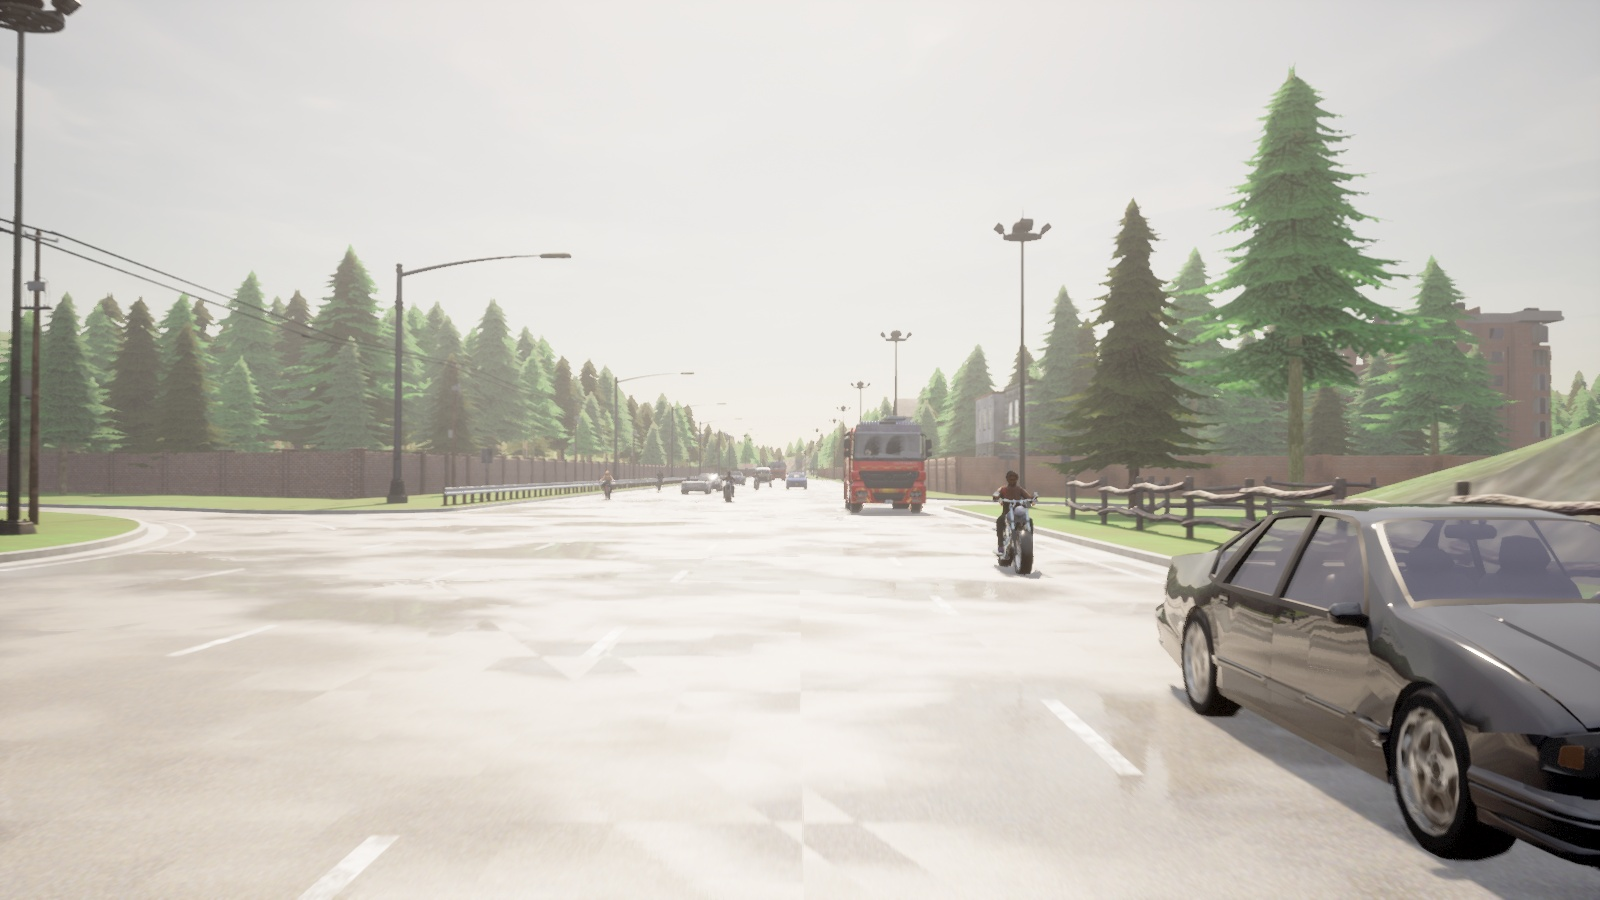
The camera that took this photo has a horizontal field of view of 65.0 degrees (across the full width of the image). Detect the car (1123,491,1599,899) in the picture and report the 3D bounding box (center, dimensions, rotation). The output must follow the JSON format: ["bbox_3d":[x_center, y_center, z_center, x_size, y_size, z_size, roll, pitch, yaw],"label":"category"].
[{"bbox_3d":[3.483,0.972,6.853,2.033,1.411,5.357,0,-1,0],"label":"car"}]

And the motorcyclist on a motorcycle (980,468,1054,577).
[{"bbox_3d":[3.450,1.113,20.184,0.766,1.649,2.350,0,-1,0],"label":"motorcyclist on a motorcycle"}]

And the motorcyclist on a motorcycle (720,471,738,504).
[{"bbox_3d":[-3.659,1.941,64.981,0.766,1.649,2.350,0,-1,0],"label":"motorcyclist on a motorcycle"}]

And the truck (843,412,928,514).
[{"bbox_3d":[3.370,0.559,51.615,2.891,3.827,8.468,0,-1,0],"label":"truck"}]

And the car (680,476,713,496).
[{"bbox_3d":[-7.215,2.516,88.019,1.895,1.301,4.718,0,-1,0],"label":"car"}]
